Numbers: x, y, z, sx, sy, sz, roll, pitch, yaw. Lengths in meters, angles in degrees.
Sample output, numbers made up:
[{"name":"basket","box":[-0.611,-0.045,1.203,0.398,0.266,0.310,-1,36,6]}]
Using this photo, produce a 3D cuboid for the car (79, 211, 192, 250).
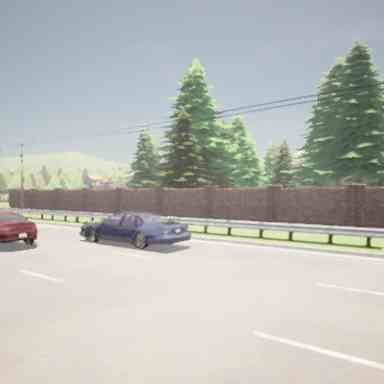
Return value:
[{"name":"car","box":[-2.578,1.549,14.360,5.357,1.411,2.033,0,0,36]}]

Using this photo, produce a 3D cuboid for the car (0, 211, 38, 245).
[{"name":"car","box":[-8.445,1.528,14.282,4.674,1.442,1.812,0,0,36]}]
